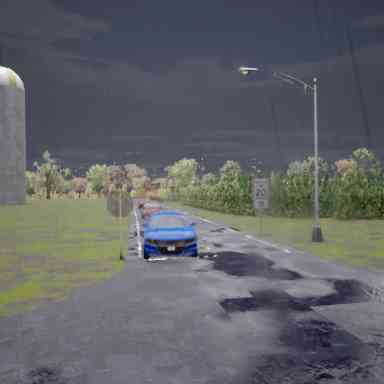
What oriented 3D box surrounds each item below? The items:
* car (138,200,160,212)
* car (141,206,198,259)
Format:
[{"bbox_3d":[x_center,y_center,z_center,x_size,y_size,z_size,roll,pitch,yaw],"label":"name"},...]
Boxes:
[{"bbox_3d":[-3.685,1.666,30.389,1.812,1.442,4.674,-1,0,-10],"label":"car"},{"bbox_3d":[-0.912,1.547,13.165,1.882,1.535,5.008,-1,0,-6],"label":"car"}]
